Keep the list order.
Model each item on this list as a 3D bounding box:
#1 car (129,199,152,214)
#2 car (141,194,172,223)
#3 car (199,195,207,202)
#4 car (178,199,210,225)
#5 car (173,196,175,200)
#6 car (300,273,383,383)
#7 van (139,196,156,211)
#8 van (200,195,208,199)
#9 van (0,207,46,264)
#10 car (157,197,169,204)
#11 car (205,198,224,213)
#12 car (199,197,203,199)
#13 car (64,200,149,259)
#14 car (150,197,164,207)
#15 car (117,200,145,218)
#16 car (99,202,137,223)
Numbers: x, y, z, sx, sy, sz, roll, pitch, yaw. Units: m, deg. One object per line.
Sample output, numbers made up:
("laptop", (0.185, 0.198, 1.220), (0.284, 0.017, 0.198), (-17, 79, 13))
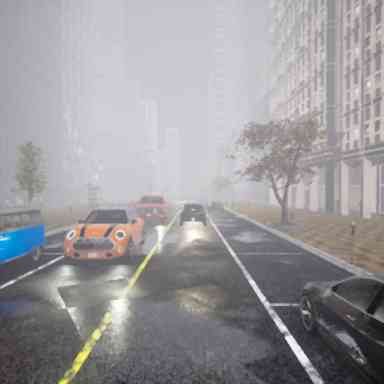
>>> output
("car", (-5.712, 1.585, 37.586), (1.887, 1.381, 4.507), (-1, 0, 0))
("car", (-3.066, 1.240, 26.203), (2.150, 2.045, 5.566), (0, 1, 0))
("car", (2.654, 1.570, 82.589), (1.967, 1.590, 4.097), (-1, 0, 0))
("car", (0.081, 1.528, 24.348), (1.837, 1.490, 4.892), (0, 0, 0))
("car", (-5.727, 1.709, 93.836), (2.008, 1.369, 4.403), (-1, 0, 0))
("car", (2.678, 1.568, 3.838), (1.947, 1.339, 4.313), (-1, 0, 0))
("van", (-5.717, 1.390, 43.211), (1.690, 1.788, 3.998), (-1, 0, 0))
("van", (2.655, 1.444, 71.340), (1.690, 1.788, 3.998), (-1, 0, 0))
("van", (-5.707, 1.348, 9.461), (1.690, 1.788, 3.998), (-1, 0, 0))
("car", (-5.719, 1.642, 65.712), (2.008, 1.369, 4.403), (-1, 0, 0))
("car", (2.669, 1.622, 37.589), (1.802, 1.307, 4.206), (-1, 0, 0))
("car", (0.085, 1.652, 44.429), (1.895, 1.301, 4.718), (0, 0, 0))
("car", (-3.066, 1.360, 12.536), (2.097, 1.767, 4.553), (0, 0, 0))
("car", (-5.716, 1.614, 54.461), (1.887, 1.381, 4.507), (-1, 0, 0))
("car", (-5.711, 1.557, 31.792), (1.752, 1.417, 4.829), (-1, 0, 0))
("car", (-5.709, 1.575, 26.336), (2.008, 1.369, 4.403), (-1, 0, 0))
